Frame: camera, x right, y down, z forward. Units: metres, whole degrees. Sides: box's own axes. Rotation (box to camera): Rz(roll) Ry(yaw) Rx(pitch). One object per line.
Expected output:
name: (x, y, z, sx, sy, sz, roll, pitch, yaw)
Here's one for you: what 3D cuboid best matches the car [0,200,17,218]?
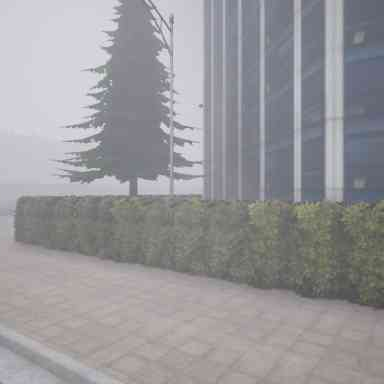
car: (-15.562, 1.436, 26.763, 2.128, 1.511, 4.902, 0, 0, 35)
